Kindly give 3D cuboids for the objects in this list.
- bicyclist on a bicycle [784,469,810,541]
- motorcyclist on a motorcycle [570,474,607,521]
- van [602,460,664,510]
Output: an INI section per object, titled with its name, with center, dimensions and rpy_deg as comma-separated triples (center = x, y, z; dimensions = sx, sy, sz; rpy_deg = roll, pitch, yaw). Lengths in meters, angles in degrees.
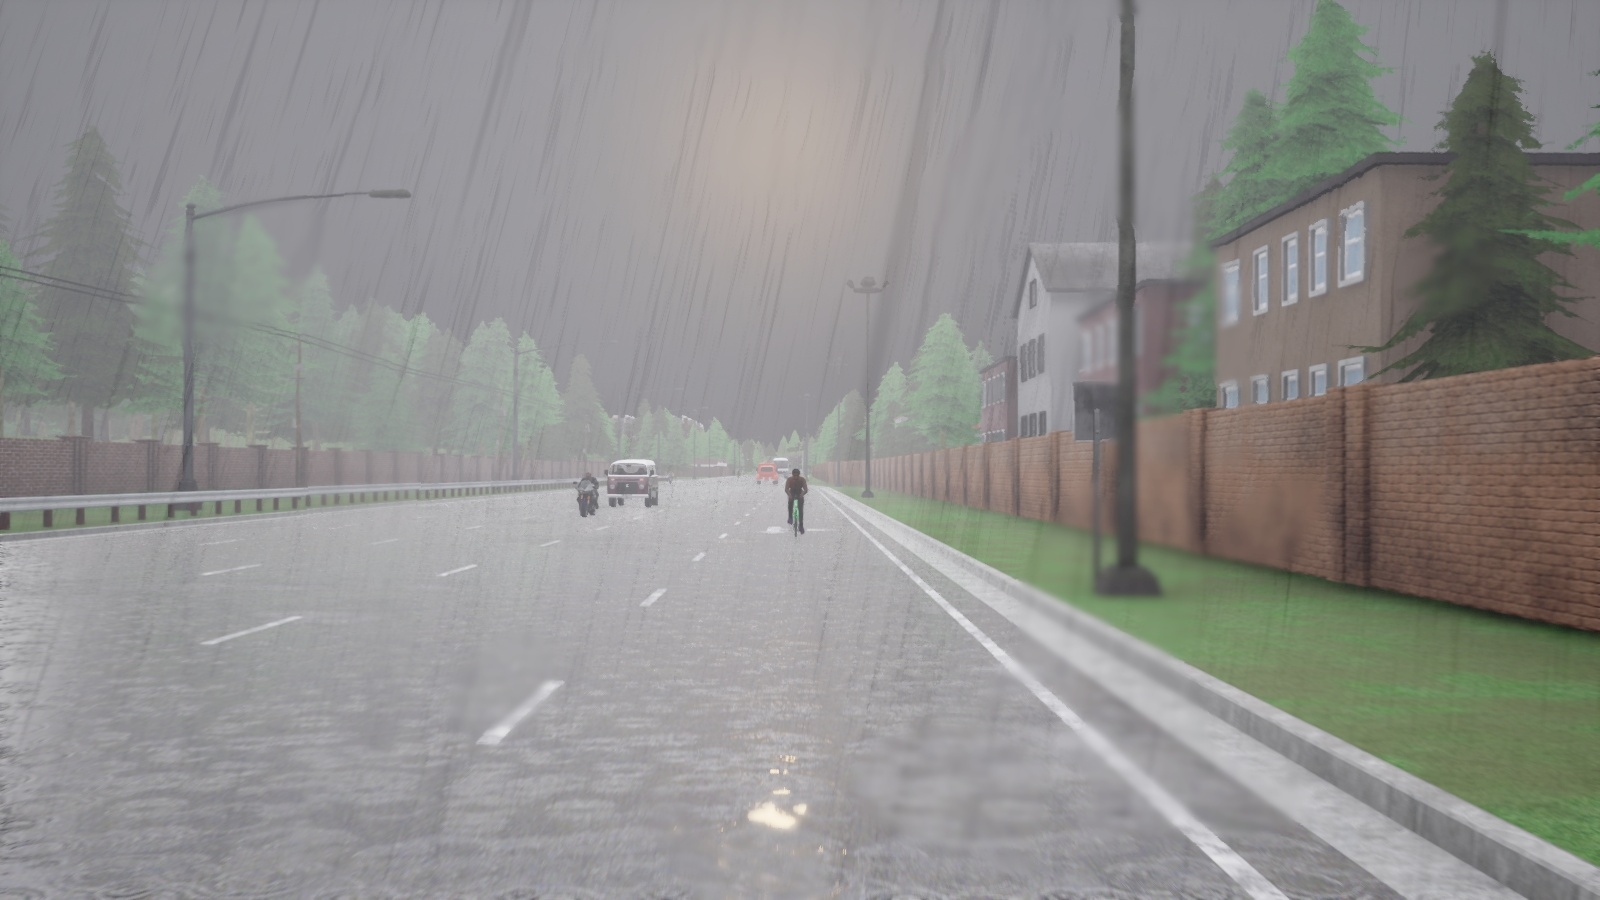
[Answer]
[bicyclist on a bicycle]
center = -0.081, 1.261, 29.452
dimensions = 0.582, 1.620, 1.656
rpy_deg = 0, 0, 0
[motorcyclist on a motorcycle]
center = -7.104, 1.585, 42.251
dimensions = 0.866, 1.530, 2.191
rpy_deg = 0, -1, 0
[van]
center = -7.133, 1.471, 54.012
dimensions = 2.069, 2.038, 4.480
rpy_deg = 0, -1, 0
